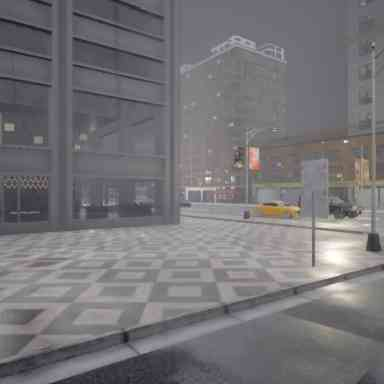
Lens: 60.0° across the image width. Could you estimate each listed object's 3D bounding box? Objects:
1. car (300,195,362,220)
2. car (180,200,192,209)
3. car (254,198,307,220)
[{"bbox_3d":[11.886,1.281,29.303,2.150,2.045,5.566,0,0,-36],"label":"car"},{"bbox_3d":[-2.026,1.738,48.624,1.895,1.301,4.718,0,0,-36],"label":"car"},{"bbox_3d":[7.731,1.547,29.507,1.882,1.535,5.008,0,0,-36],"label":"car"}]
